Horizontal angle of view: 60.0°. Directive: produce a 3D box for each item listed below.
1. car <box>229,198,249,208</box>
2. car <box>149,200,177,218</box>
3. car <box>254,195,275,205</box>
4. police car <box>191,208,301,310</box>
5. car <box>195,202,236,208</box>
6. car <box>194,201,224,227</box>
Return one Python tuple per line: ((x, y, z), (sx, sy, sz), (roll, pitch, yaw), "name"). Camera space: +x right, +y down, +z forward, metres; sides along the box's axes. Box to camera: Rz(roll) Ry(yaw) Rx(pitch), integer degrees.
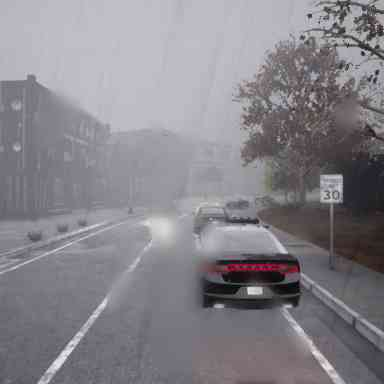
((6.399, 1.518, 46.160), (1.895, 1.301, 4.718), (0, 0, 28), "car")
((-2.594, 1.502, 30.288), (2.128, 1.511, 4.902), (0, 0, 6), "car")
((12.050, 1.290, 55.318), (1.837, 1.490, 4.892), (-1, 1, 40), "car")
((1.033, 1.427, 8.079), (1.930, 1.638, 5.238), (0, 0, 0), "police car")
((1.043, 1.509, 17.925), (1.837, 1.490, 4.892), (0, 0, 1), "car")
((1.262, 1.481, 23.772), (1.882, 1.535, 5.008), (0, 0, 4), "car")
